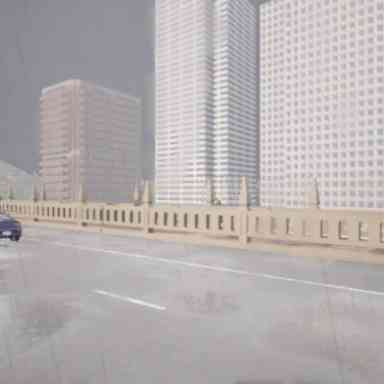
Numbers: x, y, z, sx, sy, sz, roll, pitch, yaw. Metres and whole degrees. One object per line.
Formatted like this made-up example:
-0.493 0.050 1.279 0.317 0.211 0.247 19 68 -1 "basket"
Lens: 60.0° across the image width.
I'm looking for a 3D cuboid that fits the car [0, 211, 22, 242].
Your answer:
-9.496 1.528 15.055 4.674 1.442 1.812 0 0 35 "car"
